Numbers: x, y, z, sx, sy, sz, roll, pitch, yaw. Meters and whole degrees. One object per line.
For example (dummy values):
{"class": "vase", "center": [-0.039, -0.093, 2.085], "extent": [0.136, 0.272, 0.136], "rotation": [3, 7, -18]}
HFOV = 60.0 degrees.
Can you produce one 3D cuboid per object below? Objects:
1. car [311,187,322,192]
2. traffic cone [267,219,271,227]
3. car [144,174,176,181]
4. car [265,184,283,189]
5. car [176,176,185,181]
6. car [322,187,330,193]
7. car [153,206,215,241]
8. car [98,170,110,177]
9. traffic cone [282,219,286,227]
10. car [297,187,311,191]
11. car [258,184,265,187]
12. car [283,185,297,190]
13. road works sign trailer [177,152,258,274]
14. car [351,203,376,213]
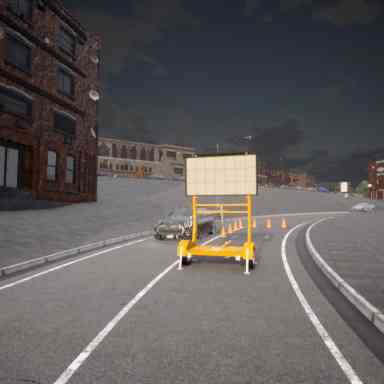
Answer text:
{"class": "car", "center": [29.967, -0.341, 84.019], "extent": [4.553, 1.767, 2.185], "rotation": [4, -6, -40]}
{"class": "traffic cone", "center": [5.375, 2.167, 23.223], "extent": [0.340, 0.580, 0.340], "rotation": [-2, -1, 17]}
{"class": "car", "center": [-5.970, -2.264, 58.026], "extent": [4.892, 1.521, 2.231], "rotation": [2, -5, -32]}
{"class": "car", "center": [17.085, -1.031, 73.610], "extent": [4.792, 1.488, 2.163], "rotation": [3, -6, -37]}
{"class": "car", "center": [-1.277, -2.058, 60.924], "extent": [4.892, 1.521, 2.231], "rotation": [3, -5, -32]}
{"class": "car", "center": [34.182, -0.132, 87.717], "extent": [5.566, 2.045, 2.435], "rotation": [5, -6, -41]}
{"class": "car", "center": [-0.300, 1.553, 17.821], "extent": [2.097, 1.767, 4.553], "rotation": [-1, -1, 20]}
{"class": "car", "center": [-15.282, -2.773, 52.302], "extent": [4.553, 1.767, 2.185], "rotation": [2, -5, -32]}
{"class": "traffic cone", "center": [6.326, 2.137, 22.928], "extent": [0.340, 0.580, 0.340], "rotation": [-2, -1, 17]}
{"class": "car", "center": [25.665, -0.523, 80.379], "extent": [4.892, 1.521, 2.231], "rotation": [4, -6, -39]}
{"class": "car", "center": [12.489, -1.455, 70.214], "extent": [4.553, 1.767, 2.185], "rotation": [3, -6, -35]}
{"class": "car", "center": [21.450, -0.754, 76.977], "extent": [4.674, 1.452, 2.002], "rotation": [3, -6, -38]}
{"class": "road works sign trailer", "center": [1.003, 0.528, 10.974], "extent": [2.380, 3.560, 2.880], "rotation": [-1, -1, 18]}
{"class": "car", "center": [26.525, 2.437, 51.504], "extent": [4.674, 1.442, 1.812], "rotation": [1, -4, -32]}
